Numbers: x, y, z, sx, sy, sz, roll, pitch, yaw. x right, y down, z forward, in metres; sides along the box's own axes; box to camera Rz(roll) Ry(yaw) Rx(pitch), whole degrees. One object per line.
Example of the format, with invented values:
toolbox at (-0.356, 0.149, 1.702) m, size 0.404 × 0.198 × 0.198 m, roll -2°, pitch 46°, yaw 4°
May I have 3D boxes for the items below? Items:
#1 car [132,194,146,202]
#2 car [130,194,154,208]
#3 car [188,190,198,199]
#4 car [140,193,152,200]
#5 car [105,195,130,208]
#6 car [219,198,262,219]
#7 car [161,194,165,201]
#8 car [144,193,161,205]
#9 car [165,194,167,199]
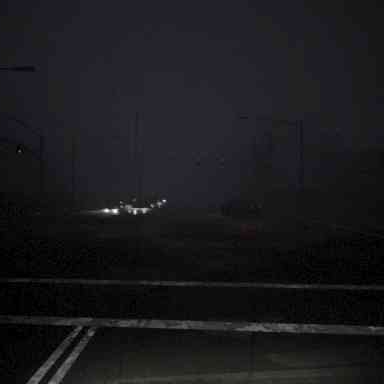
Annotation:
car at (-10.320, 1.179, 64.556) m, size 1.994 × 1.385 × 4.181 m, roll 0°, pitch 1°, yaw 0°
car at (-6.898, 1.431, 46.022) m, size 1.994 × 1.385 × 4.181 m, roll 0°, pitch 1°, yaw 1°
car at (0.215, 0.604, 76.582) m, size 2.150 × 2.045 × 5.566 m, roll 0°, pitch 1°, yaw 0°
car at (-10.289, 0.948, 75.174) m, size 2.033 × 1.411 × 5.357 m, roll 0°, pitch 1°, yaw 0°
car at (-10.400, 1.369, 45.410) m, size 2.128 × 1.511 × 4.902 m, roll 0°, pitch 1°, yaw 1°
car at (4.171, 1.325, 29.352) m, size 2.097 × 1.767 × 4.553 m, roll 1°, pitch 0°, yaw -22°
car at (-6.819, 1.210, 64.830) m, size 1.895 × 1.301 × 4.718 m, roll 0°, pitch 1°, yaw 0°
car at (-6.849, 1.305, 55.253) m, size 2.033 × 1.411 × 5.357 m, roll 0°, pitch 1°, yaw 0°
car at (-6.789, 1.003, 75.178) m, size 1.895 × 1.301 × 4.718 m, roll 0°, pitch 1°, yaw 0°
